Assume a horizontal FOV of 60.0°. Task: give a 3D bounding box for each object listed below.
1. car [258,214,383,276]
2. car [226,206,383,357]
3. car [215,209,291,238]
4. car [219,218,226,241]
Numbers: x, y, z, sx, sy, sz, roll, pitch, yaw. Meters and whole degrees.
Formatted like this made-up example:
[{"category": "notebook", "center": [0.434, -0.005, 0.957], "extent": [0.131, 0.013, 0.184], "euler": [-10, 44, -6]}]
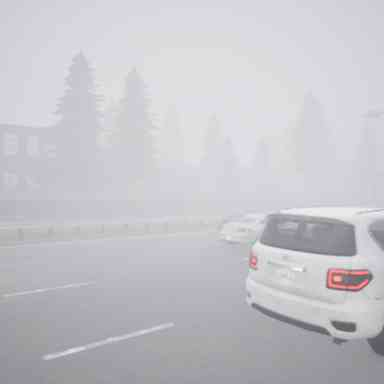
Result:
[{"category": "car", "center": [4.661, 1.620, 11.448], "extent": [4.892, 1.490, 1.837], "euler": [1, -1, -36]}, {"category": "car", "center": [3.498, 1.288, 6.286], "extent": [5.566, 2.045, 2.150], "euler": [1, -1, -36]}, {"category": "car", "center": [3.602, 1.745, 19.325], "extent": [4.181, 1.385, 1.994], "euler": [1, -1, -36]}, {"category": "car", "center": [3.346, 1.666, 14.835], "extent": [4.674, 1.442, 1.812], "euler": [1, -1, -36]}]
